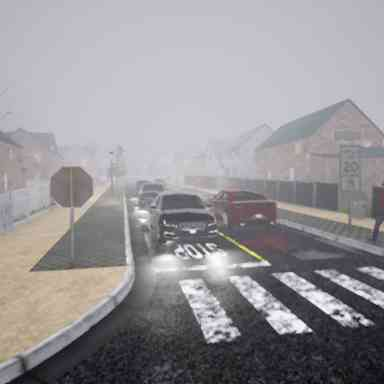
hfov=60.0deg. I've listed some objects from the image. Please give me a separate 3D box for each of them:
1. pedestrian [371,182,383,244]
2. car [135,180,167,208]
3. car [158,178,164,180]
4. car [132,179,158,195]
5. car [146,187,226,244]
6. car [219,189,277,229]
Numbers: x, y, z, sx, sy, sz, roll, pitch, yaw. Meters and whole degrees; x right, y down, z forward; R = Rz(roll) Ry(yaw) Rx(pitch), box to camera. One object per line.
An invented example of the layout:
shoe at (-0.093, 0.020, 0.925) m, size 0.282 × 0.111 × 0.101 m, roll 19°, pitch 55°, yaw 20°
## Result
pedestrian at (5.379, 0.551, 9.224) m, size 0.375 × 1.860 × 0.375 m, roll 2°, pitch 0°, yaw -12°
car at (-2.687, 0.167, 22.652) m, size 1.837 × 1.490 × 4.892 m, roll -1°, pitch 3°, yaw -12°
car at (-4.549, -1.149, 46.029) m, size 1.812 × 1.442 × 4.674 m, roll -1°, pitch 4°, yaw -12°
car at (-4.735, -0.395, 32.523) m, size 1.837 × 1.490 × 4.892 m, roll -1°, pitch 4°, yaw -12°
car at (-0.464, 0.775, 11.971) m, size 1.837 × 1.490 × 4.892 m, roll -1°, pitch 3°, yaw -12°
car at (1.948, 0.592, 14.536) m, size 1.882 × 1.535 × 5.008 m, roll -1°, pitch 3°, yaw -11°
